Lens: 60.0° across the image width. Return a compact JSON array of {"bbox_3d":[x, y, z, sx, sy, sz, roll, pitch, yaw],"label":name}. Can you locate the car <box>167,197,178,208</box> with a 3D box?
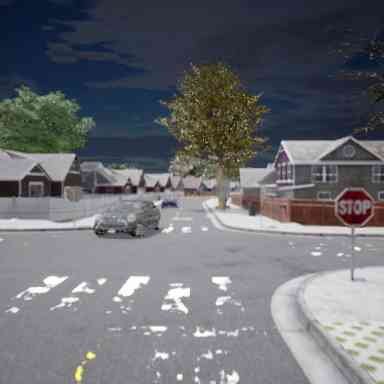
[{"bbox_3d":[-2.673,1.302,40.953,1.895,1.301,4.718,0,0,0],"label":"car"}]

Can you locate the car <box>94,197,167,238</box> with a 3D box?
[{"bbox_3d":[-3.078,1.189,16.941,2.097,1.767,4.553,0,-1,12],"label":"car"}]
